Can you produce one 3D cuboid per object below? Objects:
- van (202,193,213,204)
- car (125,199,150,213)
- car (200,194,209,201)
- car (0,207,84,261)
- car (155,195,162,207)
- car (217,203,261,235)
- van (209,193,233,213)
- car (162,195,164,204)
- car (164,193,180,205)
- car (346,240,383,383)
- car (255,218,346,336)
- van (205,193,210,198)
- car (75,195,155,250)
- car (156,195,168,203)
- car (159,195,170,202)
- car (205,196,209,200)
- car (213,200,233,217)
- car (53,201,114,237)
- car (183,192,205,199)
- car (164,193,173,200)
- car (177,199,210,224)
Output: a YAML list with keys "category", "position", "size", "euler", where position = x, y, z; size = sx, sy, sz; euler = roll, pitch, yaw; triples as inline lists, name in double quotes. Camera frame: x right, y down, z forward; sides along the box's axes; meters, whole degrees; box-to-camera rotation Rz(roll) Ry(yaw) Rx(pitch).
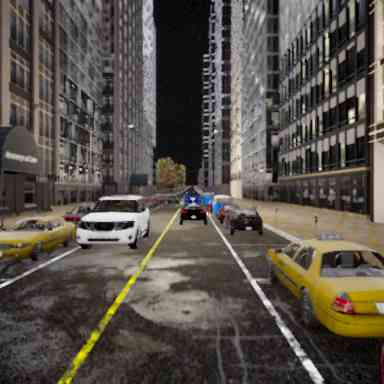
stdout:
- category: "van"
  position: [2.713, 1.094, 57.867]
  size: [1.690, 1.788, 3.998]
  euler: [0, 0, 0]
- category: "car"
  position: [-5.677, 1.427, 35.079]
  size: [1.947, 1.339, 4.313]
  euler: [0, 0, 0]
- category: "car"
  position: [2.720, 1.229, 74.964]
  size: [1.947, 1.339, 4.313]
  euler: [0, 0, 0]
- category: "car"
  position: [-5.687, 1.483, 12.115]
  size: [1.752, 1.417, 4.829]
  euler: [0, 0, 0]
- category: "car"
  position: [-5.672, 1.389, 46.476]
  size: [1.802, 1.307, 4.206]
  euler: [0, 0, 0]
- category: "car"
  position: [2.696, 1.486, 17.980]
  size: [2.008, 1.369, 4.403]
  euler: [0, 0, 0]
- category: "van"
  position: [2.701, 1.228, 29.375]
  size: [1.690, 1.788, 3.998]
  euler: [0, 0, 0]
- category: "car"
  position: [-5.668, 1.298, 57.872]
  size: [1.887, 1.381, 4.507]
  euler: [0, 0, 0]
- category: "car"
  position: [-3.044, 1.247, 54.526]
  size: [1.882, 1.535, 5.008]
  euler: [0, 0, 0]
- category: "car"
  position: [2.688, 1.312, 0.882]
  size: [2.192, 1.841, 5.009]
  euler: [0, 0, 0]
- category: "car"
  position: [2.691, 1.503, 6.751]
  size: [1.752, 1.417, 4.829]
  euler: [0, 0, 0]
- category: "van"
  position: [2.711, 1.122, 52.168]
  size: [1.690, 1.788, 3.998]
  euler: [0, 0, 0]
- category: "car"
  position: [-3.096, 1.171, 14.351]
  size: [2.150, 2.045, 5.566]
  euler: [0, 0, 0]
- category: "car"
  position: [-5.665, 1.306, 63.571]
  size: [1.802, 1.307, 4.206]
  euler: [0, 0, 0]
- category: "car"
  position: [-5.663, 1.245, 69.268]
  size: [2.008, 1.369, 4.403]
  euler: [0, 0, 0]
- category: "car"
  position: [2.704, 1.406, 35.074]
  size: [1.887, 1.381, 4.507]
  euler: [0, 0, 0]
- category: "car"
  position: [2.699, 1.494, 23.678]
  size: [1.802, 1.307, 4.206]
  euler: [0, 0, 0]
- category: "car"
  position: [-5.685, 1.375, 17.985]
  size: [1.967, 1.590, 4.097]
  euler: [0, 0, 0]
- category: "car"
  position: [0.119, 1.049, 41.217]
  size: [2.150, 2.045, 5.566]
  euler: [0, 0, 0]
- category: "car"
  position: [-5.658, 1.072, 80.665]
  size: [1.967, 1.590, 4.097]
  euler: [0, 0, 0]
- category: "car"
  position: [0.107, 1.437, 23.681]
  size: [1.812, 1.442, 4.674]
  euler: [0, 0, 0]
